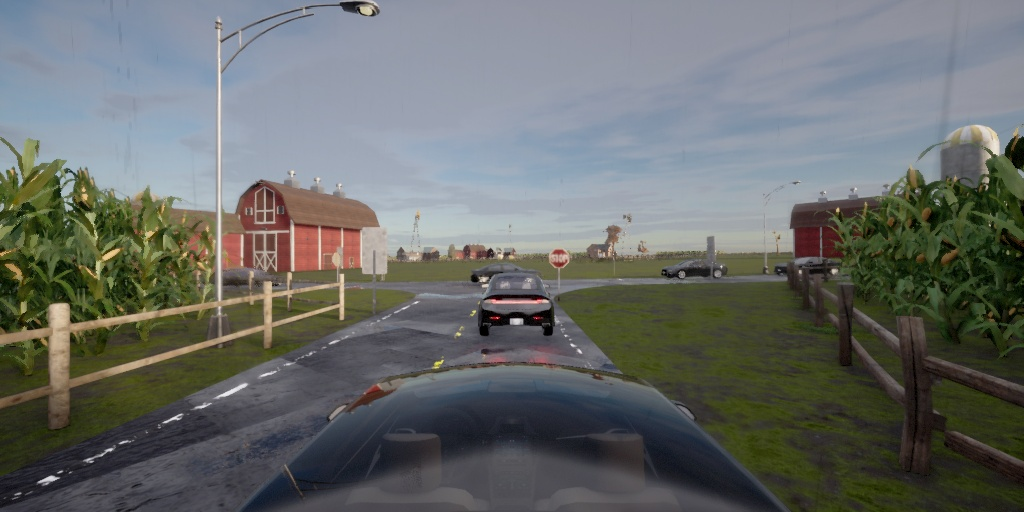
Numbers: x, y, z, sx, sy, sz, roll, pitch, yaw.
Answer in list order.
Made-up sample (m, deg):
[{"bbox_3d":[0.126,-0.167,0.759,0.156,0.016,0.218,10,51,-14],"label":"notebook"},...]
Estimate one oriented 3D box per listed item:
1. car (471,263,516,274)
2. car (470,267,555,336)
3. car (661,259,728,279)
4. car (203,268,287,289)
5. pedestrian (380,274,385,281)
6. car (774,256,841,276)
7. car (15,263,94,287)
[{"bbox_3d":[-0.375,1.223,24.681,5.008,1.535,1.882,-1,0,1],"label":"car"},{"bbox_3d":[0.106,1.243,10.382,2.128,1.511,4.902,0,0,0],"label":"car"},{"bbox_3d":[14.202,1.009,28.033,4.892,1.490,1.837,-1,0,-4],"label":"car"},{"bbox_3d":[-19.110,1.579,25.756,5.357,1.411,2.033,-1,-1,6],"label":"car"},{"bbox_3d":[-11.179,1.241,30.987,0.375,1.860,0.375,0,0,4],"label":"pedestrian"},{"bbox_3d":[23.780,0.818,28.862,5.008,1.535,1.882,-1,0,-7],"label":"car"},{"bbox_3d":[-41.103,1.654,32.238,5.566,2.045,2.150,-1,-1,12],"label":"car"}]
